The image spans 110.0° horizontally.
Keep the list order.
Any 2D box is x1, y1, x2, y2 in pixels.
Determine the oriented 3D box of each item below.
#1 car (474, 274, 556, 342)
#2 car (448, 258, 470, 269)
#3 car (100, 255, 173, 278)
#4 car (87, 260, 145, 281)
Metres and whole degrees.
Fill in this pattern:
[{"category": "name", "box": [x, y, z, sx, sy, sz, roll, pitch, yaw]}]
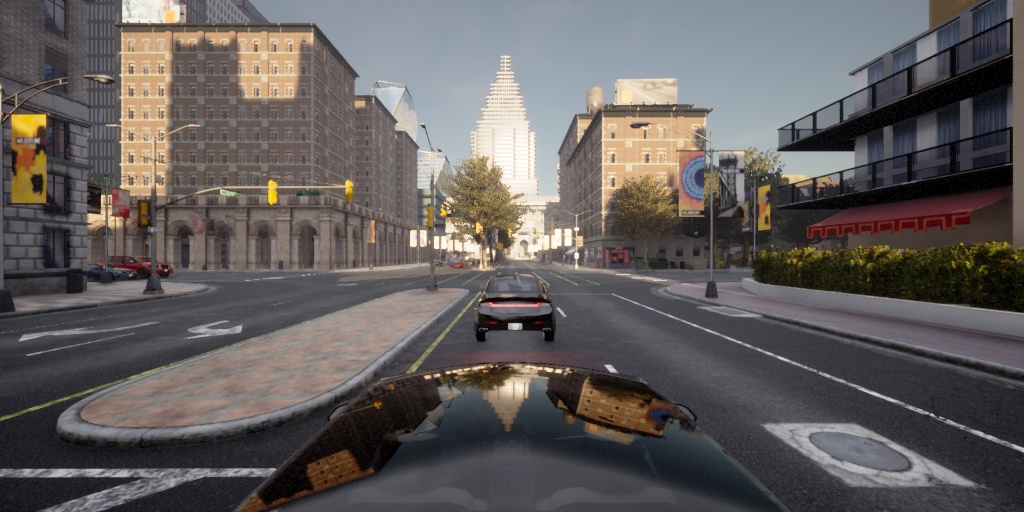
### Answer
[{"category": "car", "box": [0.080, 1.242, 9.827, 2.128, 1.511, 4.902, 0, 0, 0]}, {"category": "car", "box": [-8.068, 1.227, 54.673, 1.882, 1.535, 5.008, 0, 0, 0]}, {"category": "car", "box": [-34.439, 0.971, 32.738, 5.566, 2.045, 2.150, 0, 0, -2]}, {"category": "car", "box": [-33.439, 1.276, 29.249, 4.674, 1.442, 1.812, 0, 0, 0]}]
